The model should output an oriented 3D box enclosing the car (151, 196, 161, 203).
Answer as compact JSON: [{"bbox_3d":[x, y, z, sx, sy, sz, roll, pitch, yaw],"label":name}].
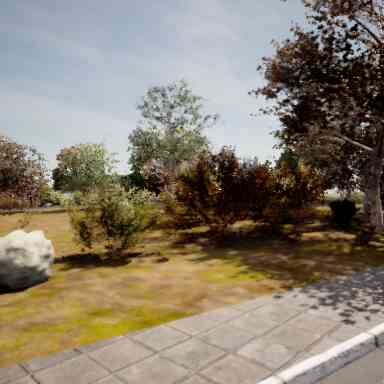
[{"bbox_3d":[-6.214,1.192,49.430,4.718,1.301,1.895,-3,-2,8],"label":"car"}]
